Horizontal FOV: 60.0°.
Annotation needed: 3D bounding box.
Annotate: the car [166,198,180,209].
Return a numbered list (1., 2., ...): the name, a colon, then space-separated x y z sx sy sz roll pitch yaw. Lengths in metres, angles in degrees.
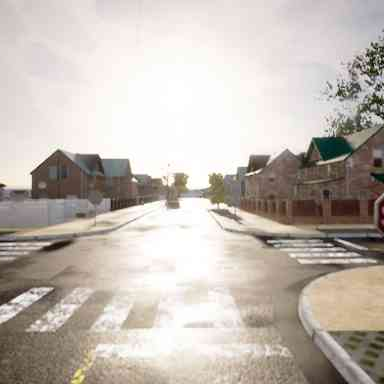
1. car: -2.725 1.579 48.246 1.882 1.535 5.008 0 0 0
